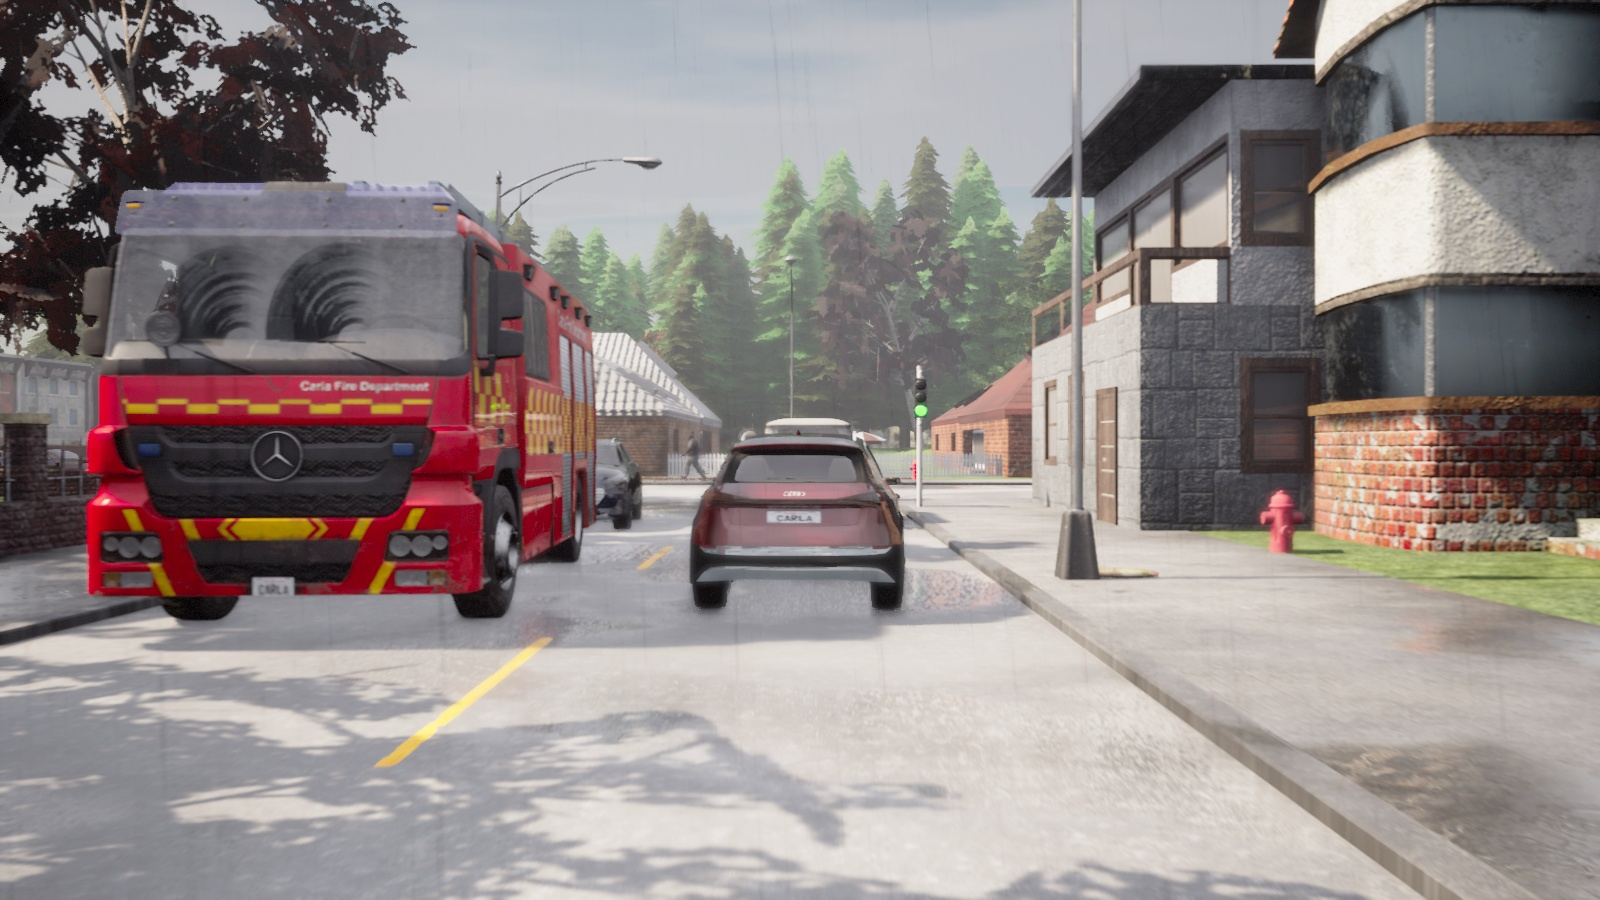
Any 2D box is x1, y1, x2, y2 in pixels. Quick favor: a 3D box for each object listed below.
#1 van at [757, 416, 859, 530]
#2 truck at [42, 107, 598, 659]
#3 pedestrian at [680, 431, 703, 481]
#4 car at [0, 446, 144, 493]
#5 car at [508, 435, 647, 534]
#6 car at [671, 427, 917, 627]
[{"bbox_3d":[0.154,0.389,24.188,1.775,1.987,4.442,0,0,0],"label":"van"},{"bbox_3d":[-4.017,-0.481,13.009,2.891,3.827,8.468,0,0,-3],"label":"truck"},{"bbox_3d":[-4.097,0.229,47.415,0.849,1.883,0.563,0,0,0],"label":"pedestrian"},{"bbox_3d":[-23.808,0.594,39.382,5.357,1.411,2.033,0,0,-2],"label":"car"},{"bbox_3d":[-4.006,0.566,23.408,2.033,1.649,4.856,0,0,-4],"label":"car"},{"bbox_3d":[0.048,0.618,12.809,2.033,1.649,4.856,0,0,2],"label":"car"}]
